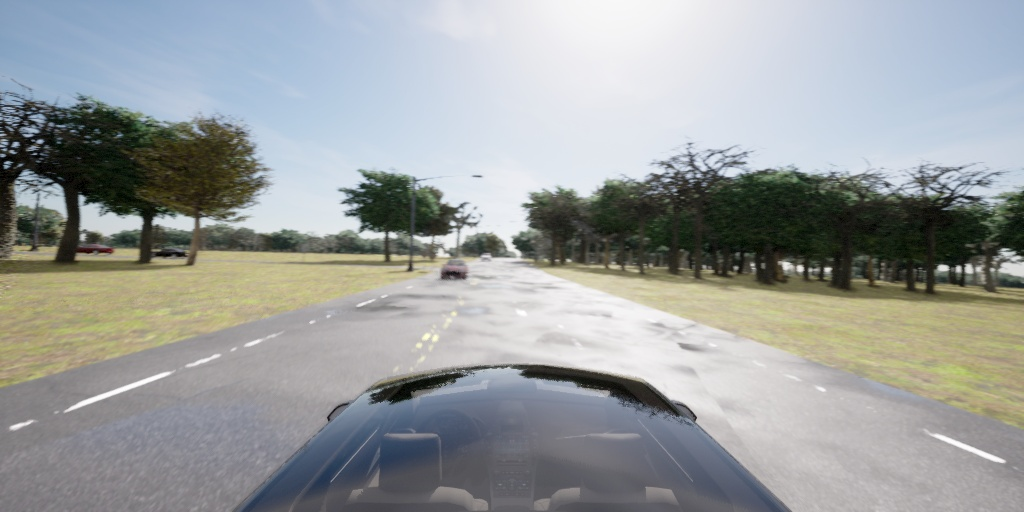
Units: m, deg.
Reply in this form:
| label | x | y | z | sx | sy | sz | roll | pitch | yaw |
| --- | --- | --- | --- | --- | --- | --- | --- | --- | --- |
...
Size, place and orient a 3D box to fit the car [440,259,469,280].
| label | x | y | z | sx | sy | sz | roll | pitch | yaw |
| --- | --- | --- | --- | --- | --- | --- | --- | --- | --- |
| car | -4.744 | 1.051 | 30.152 | 2.097 | 1.767 | 4.553 | 2 | 0 | -3 |
